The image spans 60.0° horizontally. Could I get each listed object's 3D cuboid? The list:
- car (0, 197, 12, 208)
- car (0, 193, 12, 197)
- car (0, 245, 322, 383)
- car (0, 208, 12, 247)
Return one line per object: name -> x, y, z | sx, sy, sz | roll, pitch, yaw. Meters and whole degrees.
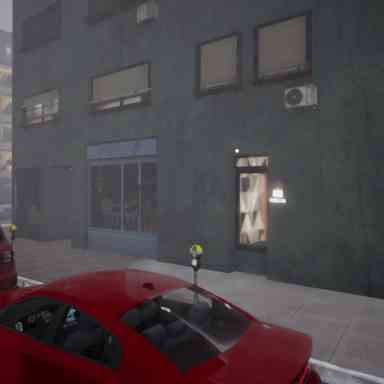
car -> -17.666, 1.362, 28.598 | 1.895, 1.301, 4.718 | 1, 1, 34
car -> -18.566, 1.025, 31.833 | 2.192, 1.841, 5.009 | 2, 2, 35
car -> -1.018, 1.544, 3.571 | 4.507, 1.381, 1.887 | 0, 0, 35
car -> -5.546, 1.313, 6.742 | 5.009, 1.841, 2.192 | 0, 0, 35
